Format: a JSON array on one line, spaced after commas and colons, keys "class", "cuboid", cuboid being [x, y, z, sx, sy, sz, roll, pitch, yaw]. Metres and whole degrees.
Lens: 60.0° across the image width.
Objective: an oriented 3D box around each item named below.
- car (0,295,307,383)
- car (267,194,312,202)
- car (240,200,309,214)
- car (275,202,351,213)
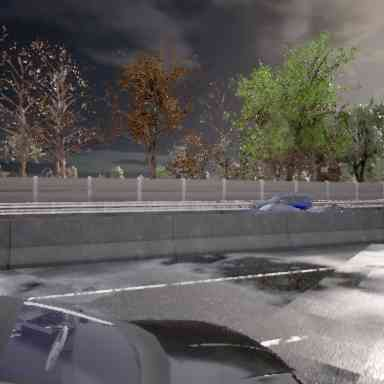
[{"class": "car", "cuboid": [-1.440, 1.492, 2.000, 4.902, 1.511, 2.128, 0, 0, -20]}, {"class": "car", "cuboid": [7.577, 1.217, 27.951, 5.566, 2.045, 2.150, 0, 0, -20]}, {"class": "car", "cuboid": [5.599, 1.521, 23.474, 4.674, 1.442, 1.812, 0, 0, -21]}, {"class": "car", "cuboid": [8.219, 1.544, 20.725, 5.357, 1.411, 2.033, 0, 0, -20]}]
